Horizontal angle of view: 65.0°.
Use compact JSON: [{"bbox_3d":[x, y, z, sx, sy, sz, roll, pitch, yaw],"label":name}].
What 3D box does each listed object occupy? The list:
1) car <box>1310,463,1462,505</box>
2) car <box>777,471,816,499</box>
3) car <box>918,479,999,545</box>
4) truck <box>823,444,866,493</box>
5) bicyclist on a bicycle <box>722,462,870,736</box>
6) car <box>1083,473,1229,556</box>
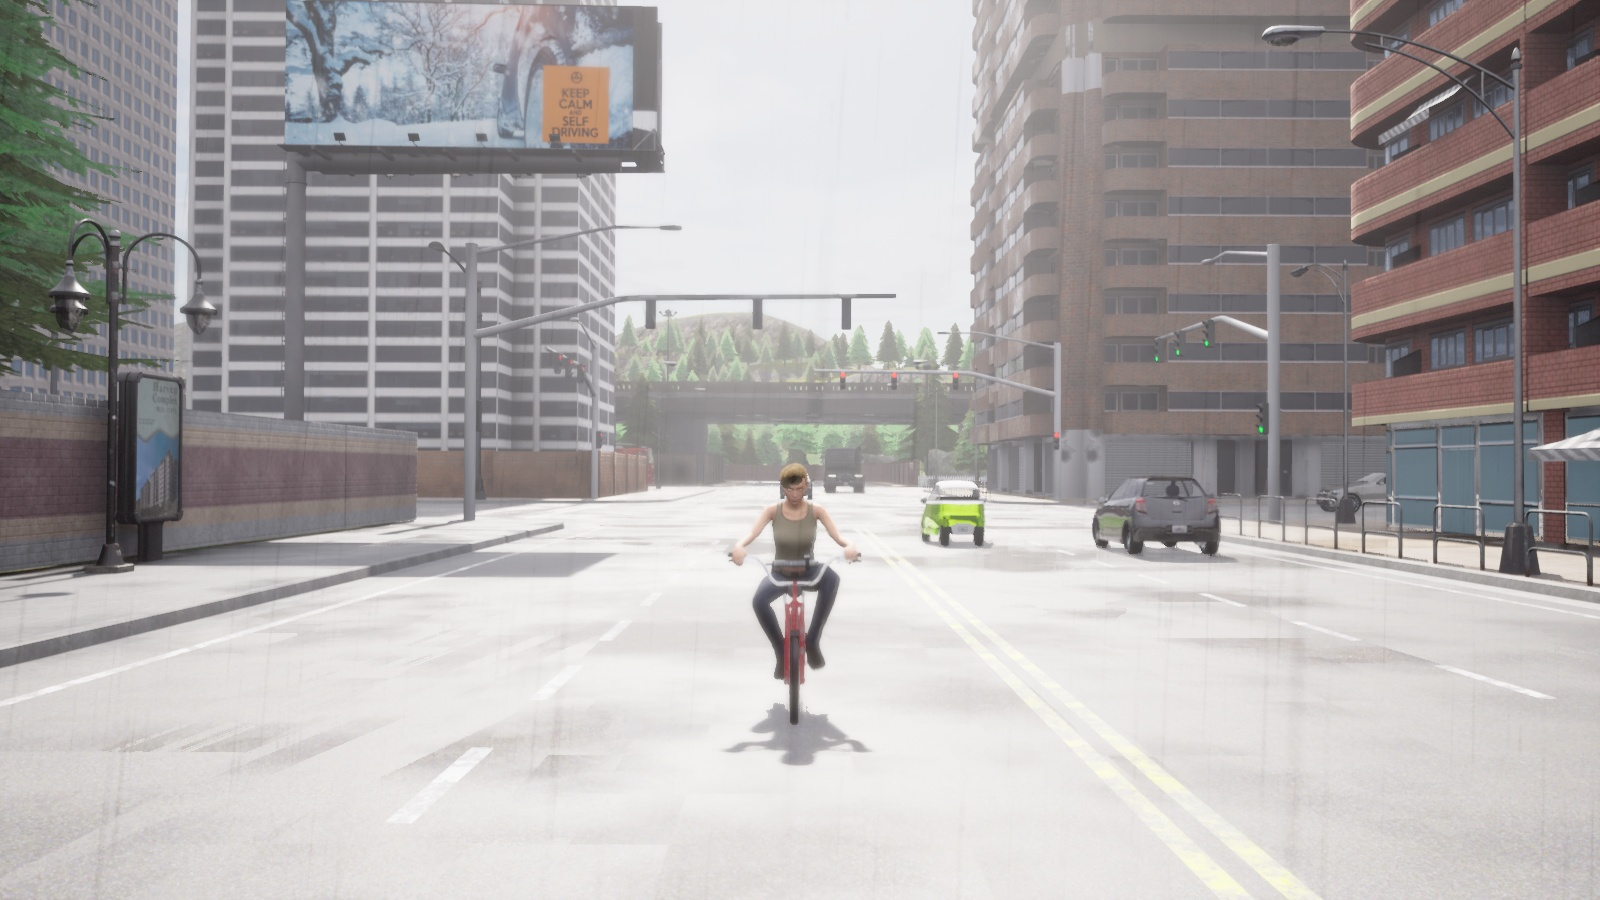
[{"bbox_3d":[23.241,1.341,49.939,5.027,1.651,2.152,0,-1,0],"label":"car"},{"bbox_3d":[-0.191,1.985,72.071,2.128,1.511,4.902,0,-1,0],"label":"car"},{"bbox_3d":[3.427,1.320,27.492,1.481,1.376,2.207,0,-1,0],"label":"car"},{"bbox_3d":[3.248,1.385,93.015,2.891,3.462,7.936,0,-1,0],"label":"truck"},{"bbox_3d":[-0.028,0.889,8.164,0.866,1.612,1.509,0,-1,0],"label":"bicyclist on a bicycle"},{"bbox_3d":[6.933,1.219,24.837,1.845,1.501,3.633,0,-1,0],"label":"car"}]
